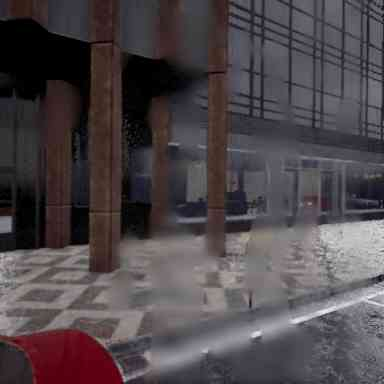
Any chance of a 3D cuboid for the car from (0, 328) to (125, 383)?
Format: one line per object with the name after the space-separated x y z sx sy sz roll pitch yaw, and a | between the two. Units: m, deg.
-2.450 1.502 1.311 4.507 1.381 1.887 0 1 -34 | car
